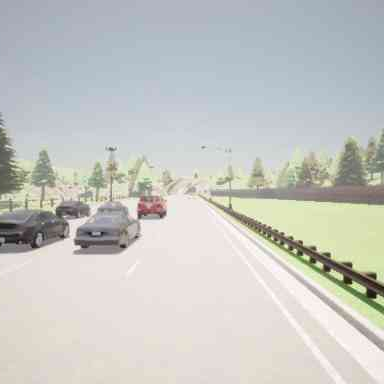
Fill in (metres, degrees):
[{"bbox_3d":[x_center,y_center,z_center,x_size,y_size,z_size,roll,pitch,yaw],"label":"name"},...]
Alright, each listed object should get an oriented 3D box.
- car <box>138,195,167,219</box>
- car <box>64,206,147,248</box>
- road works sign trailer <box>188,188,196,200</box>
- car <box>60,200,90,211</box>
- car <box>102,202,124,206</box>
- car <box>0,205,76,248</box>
[{"bbox_3d":[-3.500,1.259,29.680,2.150,2.045,5.566,0,0,0],"label":"car"},{"bbox_3d":[-3.500,1.564,14.650,2.033,1.411,5.357,0,0,0],"label":"car"},{"bbox_3d":[0.000,0.464,94.150,2.380,3.560,2.880,0,0,0],"label":"road works sign trailer"},{"bbox_3d":[-10.500,1.517,29.650,1.837,1.490,4.892,0,0,0],"label":"car"},{"bbox_3d":[-7.000,1.564,29.650,2.033,1.411,5.357,0,0,0],"label":"car"},{"bbox_3d":[-7.000,1.517,14.650,1.837,1.490,4.892,0,0,0],"label":"car"}]
